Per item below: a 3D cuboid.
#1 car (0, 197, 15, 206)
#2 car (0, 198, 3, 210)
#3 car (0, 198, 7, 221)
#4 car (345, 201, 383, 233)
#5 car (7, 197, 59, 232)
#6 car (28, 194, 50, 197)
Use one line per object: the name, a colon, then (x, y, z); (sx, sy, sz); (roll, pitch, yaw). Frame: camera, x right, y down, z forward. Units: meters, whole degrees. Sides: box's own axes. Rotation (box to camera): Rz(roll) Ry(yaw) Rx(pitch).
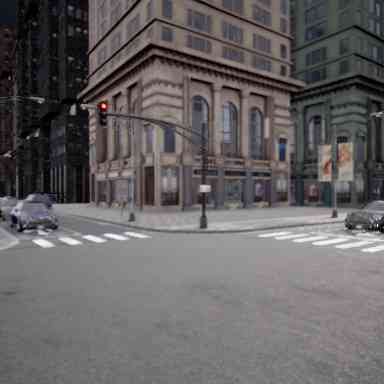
car: (-31.584, 1.591, 56.911); (1.812, 1.442, 4.674); (0, 0, -35)
car: (-26.741, 1.606, 44.569); (2.033, 1.411, 5.357); (0, 0, -35)
car: (-14.950, 1.522, 27.788); (2.128, 1.511, 4.902); (0, 0, -35)
car: (11.020, 1.329, 19.551); (4.553, 1.767, 2.097); (0, 0, -35)
car: (-9.679, 1.373, 20.318); (2.097, 1.767, 4.553); (0, 0, -35)
car: (-16.396, 1.248, 35.379); (2.150, 2.045, 5.566); (0, 0, -35)
